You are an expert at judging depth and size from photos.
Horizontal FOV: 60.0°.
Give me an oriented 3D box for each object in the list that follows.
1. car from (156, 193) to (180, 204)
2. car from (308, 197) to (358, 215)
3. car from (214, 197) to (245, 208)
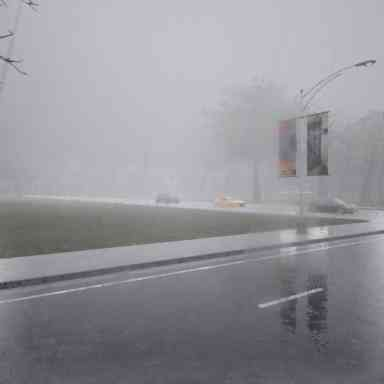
[{"bbox_3d":[-4.289,1.130,58.555,2.150,2.045,5.566,0,0,-36],"label":"car"},{"bbox_3d":[14.079,1.352,33.292,2.097,1.767,4.553,0,0,-36],"label":"car"},{"bbox_3d":[5.143,1.425,45.536,1.882,1.535,5.008,0,0,-36],"label":"car"}]
